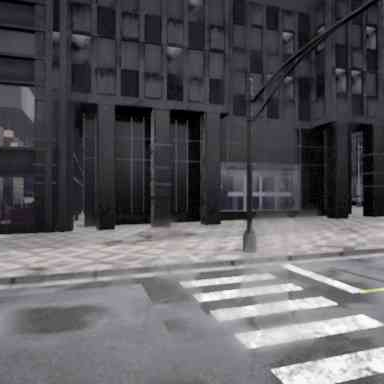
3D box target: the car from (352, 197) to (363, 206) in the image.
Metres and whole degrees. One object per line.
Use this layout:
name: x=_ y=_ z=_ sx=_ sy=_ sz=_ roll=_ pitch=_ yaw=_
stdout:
car: x=21.501 y=1.298 z=41.667 sx=1.895 sy=1.301 sz=4.718 roll=0 pitch=-1 yaw=-16
